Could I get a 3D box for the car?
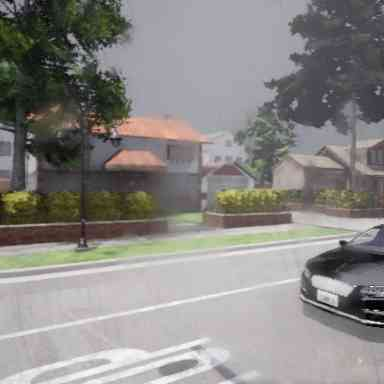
[{"bbox_3d":[4.235,1.398,6.485,4.902,1.511,2.128,0,1,-31],"label":"car"}]
